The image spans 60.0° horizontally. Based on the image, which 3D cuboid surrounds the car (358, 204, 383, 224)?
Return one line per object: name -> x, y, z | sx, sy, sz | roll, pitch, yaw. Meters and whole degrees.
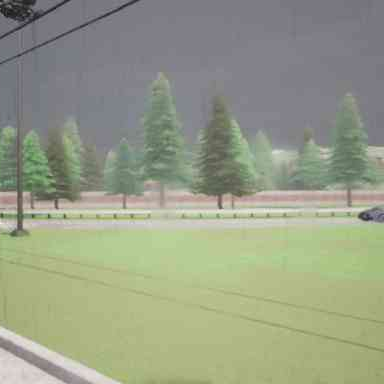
car -> 14.606, 1.579, 24.675 | 4.181, 1.385, 1.994 | 0, 0, -9
